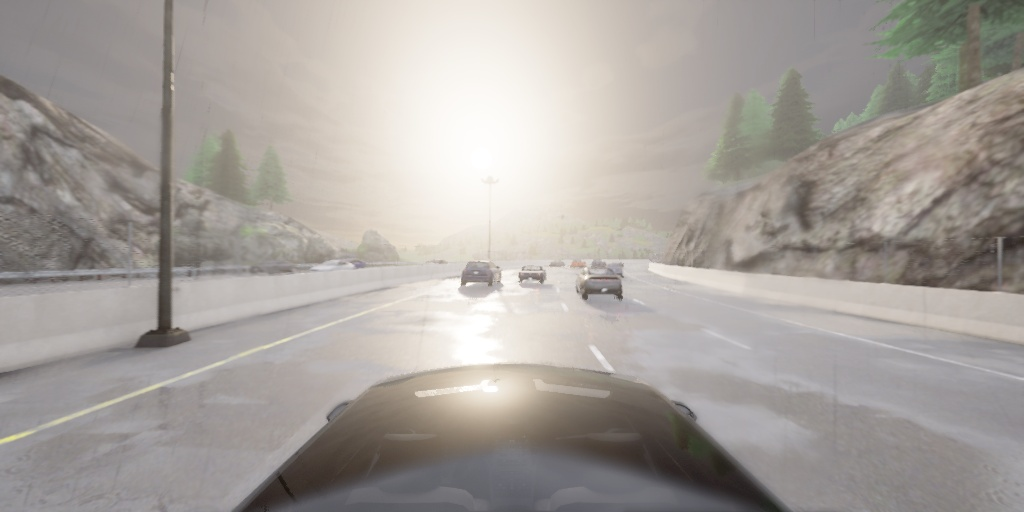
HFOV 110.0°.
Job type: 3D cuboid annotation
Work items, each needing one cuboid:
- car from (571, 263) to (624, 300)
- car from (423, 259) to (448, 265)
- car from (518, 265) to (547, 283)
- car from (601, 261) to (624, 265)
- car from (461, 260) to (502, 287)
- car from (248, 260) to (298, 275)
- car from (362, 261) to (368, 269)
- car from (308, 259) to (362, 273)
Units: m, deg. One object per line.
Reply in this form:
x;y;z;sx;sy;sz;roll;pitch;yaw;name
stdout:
4.269;1.298;18.045;2.128;1.511;4.902;1;0;6;car
-9.353;1.149;44.051;1.837;1.490;4.892;1;0;13;car
1.706;1.379;28.334;1.895;1.301;4.718;1;0;9;car
10.339;1.434;36.663;2.033;1.411;5.357;1;0;14;car
-2.008;1.083;24.871;2.097;1.767;4.553;1;0;7;car
-22.109;1.050;33.397;1.994;1.385;4.181;1;0;9;car
-17.621;1.020;38.786;1.882;1.535;5.008;1;0;11;car
-15.407;1.093;31.022;1.812;1.442;4.674;1;0;9;car
